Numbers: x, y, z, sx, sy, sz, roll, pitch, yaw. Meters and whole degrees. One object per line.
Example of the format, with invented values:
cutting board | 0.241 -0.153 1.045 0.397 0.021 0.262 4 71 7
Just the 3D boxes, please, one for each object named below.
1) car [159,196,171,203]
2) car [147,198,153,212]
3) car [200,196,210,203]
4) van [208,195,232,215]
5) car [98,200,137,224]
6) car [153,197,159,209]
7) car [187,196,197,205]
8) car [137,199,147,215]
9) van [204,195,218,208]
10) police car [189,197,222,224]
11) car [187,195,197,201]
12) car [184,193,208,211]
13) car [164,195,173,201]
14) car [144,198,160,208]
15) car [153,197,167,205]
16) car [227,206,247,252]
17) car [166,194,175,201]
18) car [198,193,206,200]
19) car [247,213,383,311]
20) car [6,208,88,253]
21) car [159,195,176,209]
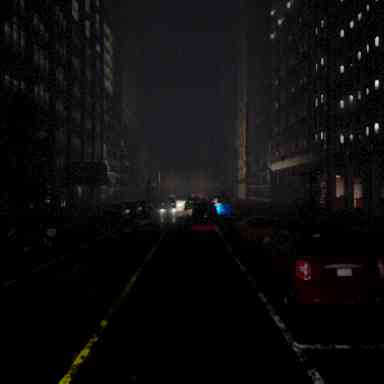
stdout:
car | -5.691 1.517 70.313 2.008 1.369 4.403 -1 0 0
car | -5.695 1.528 36.212 1.887 1.381 4.507 -1 0 0
car | 2.690 1.517 70.313 2.008 1.369 4.403 -1 0 0
van | 2.683 1.327 30.527 1.690 1.788 3.998 -1 0 0
car | -5.696 1.539 24.845 2.008 1.369 4.403 -1 0 0
car | -5.695 1.531 41.896 2.008 1.369 4.403 -1 0 0
car | 0.006 1.497 60.886 1.812 1.442 4.674 0 0 0
car | -5.695 1.552 30.528 1.947 1.339 4.313 -1 0 0
van | 2.685 1.319 47.578 1.690 1.788 3.998 -1 0 0
police car | 0.902 1.413 24.983 1.930 1.638 5.238 0 0 0
car | 0.007 1.371 75.886 2.033 1.411 5.357 0 0 0
car | 0.386 1.333 40.970 2.097 1.767 4.553 0 0 9
car | -5.690 1.542 81.681 1.802 1.307 4.206 -1 0 0
car | -5.693 1.560 47.579 1.802 1.307 4.206 -1 0 0
car | -5.693 1.523 58.947 2.008 1.369 4.403 -1 0 0
car | 2.683 1.519 13.646 1.752 1.417 4.829 -1 0 0
car | -5.690 1.397 87.364 1.967 1.590 4.097 -1 0 0
car | 2.689 1.269 93.048 2.192 1.841 5.009 -1 0 0
car | 2.682 1.436 7.793 1.967 1.590 4.097 -1 0 0
car | -5.698 1.434 13.478 1.967 1.590 4.097 -1 0 0
car | -3.083 1.486 44.436 1.837 1.490 4.892 0 0 0
